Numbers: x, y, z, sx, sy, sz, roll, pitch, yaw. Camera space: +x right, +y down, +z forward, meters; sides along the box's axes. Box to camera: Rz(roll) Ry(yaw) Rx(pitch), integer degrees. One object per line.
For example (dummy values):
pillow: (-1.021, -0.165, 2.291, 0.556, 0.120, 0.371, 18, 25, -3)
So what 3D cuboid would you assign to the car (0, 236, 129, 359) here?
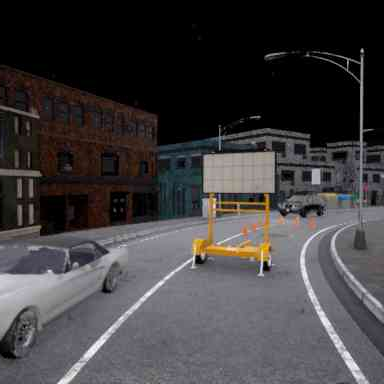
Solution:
car: (-2.871, 1.588, 6.179, 1.895, 1.301, 4.718, 0, 0, 10)

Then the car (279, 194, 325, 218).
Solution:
car: (10.150, 1.224, 30.452, 2.150, 2.045, 5.566, 1, 0, 45)

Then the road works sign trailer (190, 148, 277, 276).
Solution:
road works sign trailer: (1.519, 0.461, 10.603, 2.380, 3.560, 2.880, 0, 0, 24)

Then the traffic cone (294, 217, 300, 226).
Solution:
traffic cone: (7.055, 1.969, 22.280, 0.340, 0.580, 0.340, 1, 0, 24)
